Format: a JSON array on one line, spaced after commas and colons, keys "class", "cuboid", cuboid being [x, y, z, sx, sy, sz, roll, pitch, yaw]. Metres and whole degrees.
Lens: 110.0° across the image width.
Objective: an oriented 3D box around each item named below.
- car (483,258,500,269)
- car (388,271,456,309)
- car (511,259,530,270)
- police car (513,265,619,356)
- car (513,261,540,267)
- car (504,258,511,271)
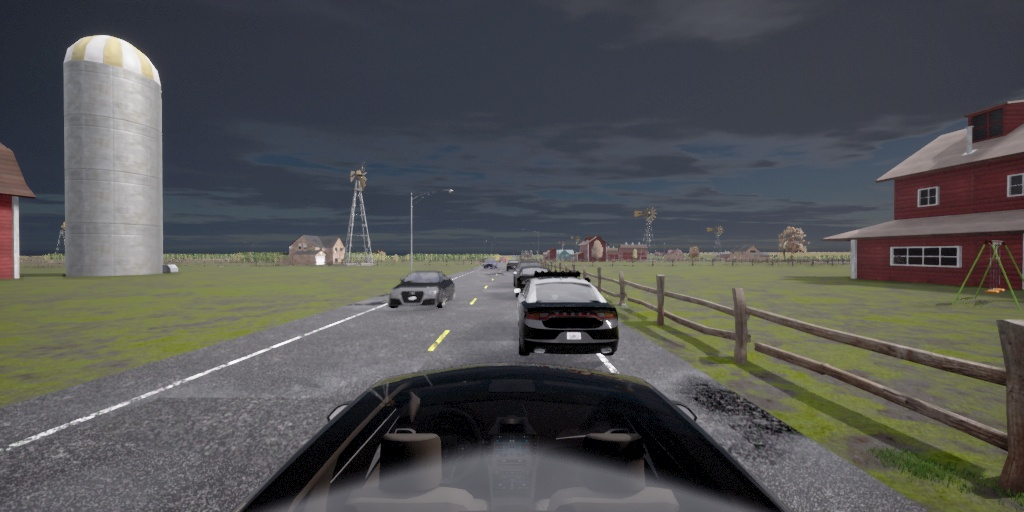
[{"class": "car", "cuboid": [-3.384, 1.153, 56.212, 2.097, 1.767, 4.553, 0, 0, 0]}, {"class": "car", "cuboid": [-3.550, 1.314, 14.787, 1.994, 1.385, 4.181, 0, 0, 0]}, {"class": "car", "cuboid": [1.137, 1.107, 24.633, 2.097, 1.767, 4.553, 0, 0, 0]}, {"class": "police car", "cuboid": [1.079, 1.175, 8.771, 1.930, 1.638, 5.238, 0, 0, 0]}, {"class": "car", "cuboid": [1.116, 1.230, 18.662, 1.882, 1.535, 5.008, 0, 0, 0]}, {"class": "car", "cuboid": [0.230, 1.264, 48.316, 1.882, 1.535, 5.008, 0, 0, 0]}]
